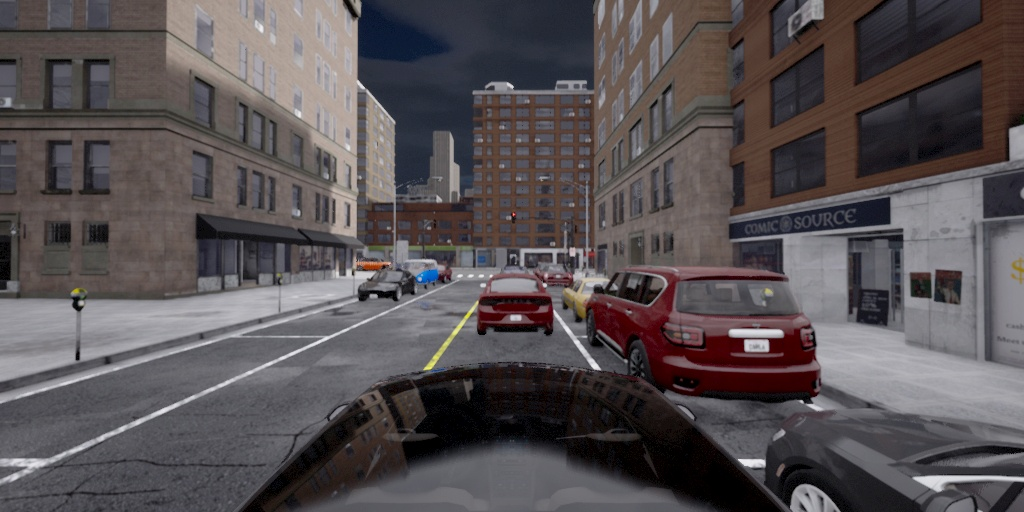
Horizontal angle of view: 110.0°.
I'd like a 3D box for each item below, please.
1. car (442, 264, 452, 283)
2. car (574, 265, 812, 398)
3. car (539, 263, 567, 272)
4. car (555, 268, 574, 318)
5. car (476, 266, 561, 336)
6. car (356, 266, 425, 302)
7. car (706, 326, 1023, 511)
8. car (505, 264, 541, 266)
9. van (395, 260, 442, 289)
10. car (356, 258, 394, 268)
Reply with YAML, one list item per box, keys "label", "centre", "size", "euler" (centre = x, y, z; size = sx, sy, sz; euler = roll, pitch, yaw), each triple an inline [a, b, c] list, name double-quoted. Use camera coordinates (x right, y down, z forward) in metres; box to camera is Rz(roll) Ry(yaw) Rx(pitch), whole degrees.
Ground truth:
- label: "car"
  centre: [-5.827, 1.328, 28.257]
  size: [1.888, 1.381, 4.507]
  euler: [0, 0, 0]
- label: "car"
  centre: [2.674, 1.068, 6.315]
  size: [2.192, 1.841, 5.009]
  euler: [0, 0, 0]
- label: "car"
  centre: [2.692, 1.215, 22.763]
  size: [1.967, 1.591, 4.097]
  euler: [0, 0, 0]
- label: "car"
  centre: [2.680, 1.285, 11.968]
  size: [1.751, 1.417, 4.829]
  euler: [0, 0, 0]
- label: "car"
  centre: [0.059, 1.236, 10.486]
  size: [1.882, 1.535, 5.008]
  euler: [0, 0, -1]
- label: "car"
  centre: [-5.839, 1.332, 17.292]
  size: [1.948, 1.339, 4.313]
  euler: [0, 0, 0]
- label: "car"
  centre: [2.668, 1.300, 0.834]
  size: [2.007, 1.370, 4.403]
  euler: [0, 0, 0]
- label: "car"
  centre: [0.117, 1.260, 18.130]
  size: [2.128, 1.511, 4.902]
  euler: [0, 0, 0]
- label: "van"
  centre: [-5.833, 1.116, 22.774]
  size: [1.690, 1.789, 3.998]
  euler: [0, 0, 0]
- label: "car"
  centre: [-15.462, 0.994, 41.164]
  size: [4.553, 1.767, 2.097]
  euler: [0, -1, 0]
